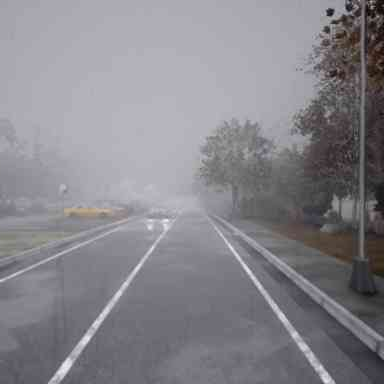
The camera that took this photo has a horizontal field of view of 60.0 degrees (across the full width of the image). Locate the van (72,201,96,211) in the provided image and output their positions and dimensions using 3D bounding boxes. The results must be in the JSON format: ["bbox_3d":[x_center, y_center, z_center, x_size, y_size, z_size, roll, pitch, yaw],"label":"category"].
[{"bbox_3d":[-23.288,3.047,71.806,4.442,1.987,1.878,0,-3,0],"label":"van"}]

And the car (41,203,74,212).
[{"bbox_3d":[-23.404,2.754,58.106,4.892,1.521,2.231,0,-2,0],"label":"car"}]

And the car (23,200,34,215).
[{"bbox_3d":[-23.231,2.139,41.498,5.366,1.575,1.946,0,-2,0],"label":"car"}]

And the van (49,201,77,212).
[{"bbox_3d":[-23.526,2.629,60.883,4.442,1.987,1.878,0,-2,0],"label":"van"}]

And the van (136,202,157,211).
[{"bbox_3d":[-10.207,3.193,74.556,4.442,1.987,1.878,0,-3,0],"label":"van"}]

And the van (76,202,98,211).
[{"bbox_3d":[-23.520,3.201,74.705,4.442,1.987,1.878,0,-3,0],"label":"van"}]

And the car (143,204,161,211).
[{"bbox_3d":[-10.288,3.881,85.640,4.553,1.767,2.185,0,-3,0],"label":"car"}]

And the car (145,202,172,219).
[{"bbox_3d":[-3.348,1.979,34.236,1.812,1.442,4.674,0,-2,0],"label":"car"}]

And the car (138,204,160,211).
[{"bbox_3d":[-10.316,3.712,80.088,5.008,1.535,2.097,0,-3,0],"label":"car"}]

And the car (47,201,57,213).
[{"bbox_3d":[-23.382,2.321,49.805,4.553,1.767,2.185,0,-2,0],"label":"car"}]

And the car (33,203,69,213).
[{"bbox_3d":[-23.406,2.651,55.338,5.008,1.535,2.097,0,-2,0],"label":"car"}]

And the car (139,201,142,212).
[{"bbox_3d":[-10.336,2.479,49.596,4.674,1.452,2.002,0,-2,0],"label":"car"}]

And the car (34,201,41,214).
[{"bbox_3d":[-23.409,2.243,44.264,4.892,1.521,2.231,0,-2,0],"label":"car"}]

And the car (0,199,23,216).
[{"bbox_3d":[-23.445,1.795,38.740,5.566,2.045,2.435,0,-2,0],"label":"car"}]

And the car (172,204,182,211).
[{"bbox_3d":[-3.268,3.469,75.886,2.128,1.511,4.902,0,-3,0],"label":"car"}]

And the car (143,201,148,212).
[{"bbox_3d":[-10.337,2.644,55.146,5.008,1.535,2.097,0,-2,0],"label":"car"}]

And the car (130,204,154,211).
[{"bbox_3d":[-10.355,3.185,69.022,4.792,1.488,2.163,0,-3,0],"label":"car"}]

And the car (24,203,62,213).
[{"bbox_3d":[-23.407,2.544,52.444,5.008,1.535,2.097,0,-2,0],"label":"car"}]

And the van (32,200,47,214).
[{"bbox_3d":[-23.531,2.119,47.041,4.442,1.987,1.878,0,-2,0],"label":"van"}]

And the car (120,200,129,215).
[{"bbox_3d":[-10.344,2.040,38.504,5.008,1.535,2.097,0,-2,0],"label":"car"}]

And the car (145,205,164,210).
[{"bbox_3d":[-10.311,4.301,91.178,4.892,1.521,2.231,0,-3,0],"label":"car"}]

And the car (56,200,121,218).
[{"bbox_3d":[-10.155,1.873,32.965,5.366,1.575,1.946,0,-2,0],"label":"car"}]

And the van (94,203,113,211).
[{"bbox_3d":[-23.514,3.927,88.411,4.442,1.987,1.878,0,-3,0],"label":"van"}]

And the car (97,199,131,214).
[{"bbox_3d":[-10.368,2.010,41.283,4.553,1.767,2.185,0,-2,0],"label":"car"}]

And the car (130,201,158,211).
[{"bbox_3d":[-10.353,3.021,71.785,5.566,2.045,2.435,0,-3,0],"label":"car"}]

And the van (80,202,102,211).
[{"bbox_3d":[-23.519,3.341,77.346,4.442,1.987,1.878,0,-3,0],"label":"van"}]

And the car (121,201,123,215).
[{"bbox_3d":[-10.344,1.955,35.733,4.892,1.521,2.231,0,-2,0],"label":"car"}]

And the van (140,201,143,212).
[{"bbox_3d":[-10.449,2.316,52.380,4.442,1.987,1.878,0,-2,0],"label":"van"}]

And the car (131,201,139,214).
[{"bbox_3d":[-10.307,1.984,44.058,5.566,2.045,2.435,0,-2,0],"label":"car"}]

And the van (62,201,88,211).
[{"bbox_3d":[-23.290,2.833,66.418,4.442,1.987,1.878,0,-2,0],"label":"van"}]
